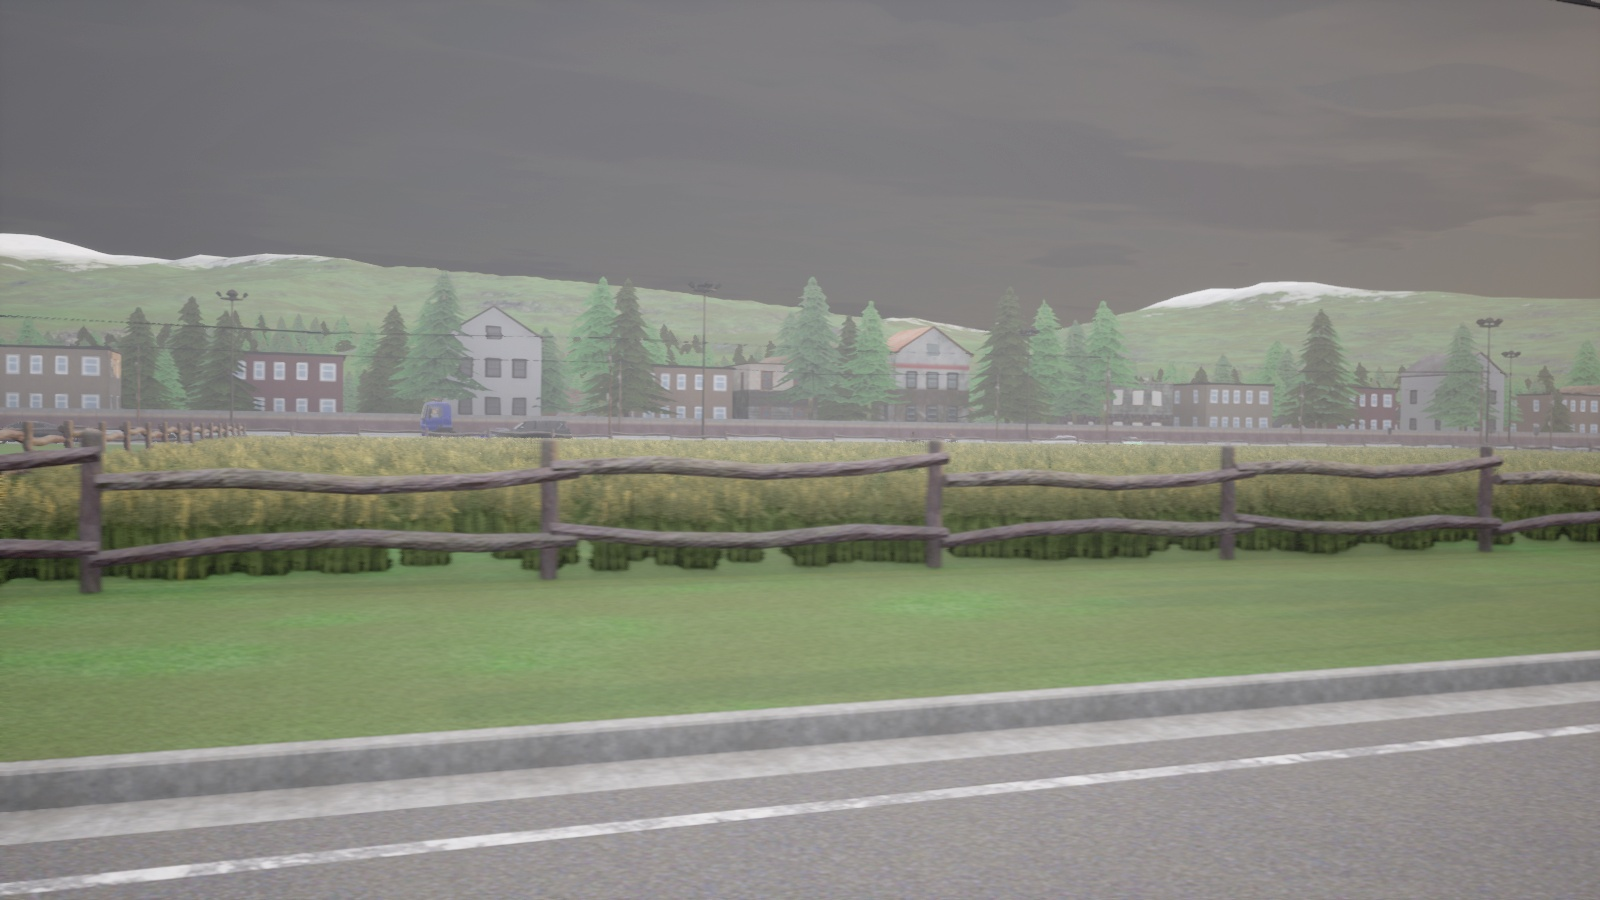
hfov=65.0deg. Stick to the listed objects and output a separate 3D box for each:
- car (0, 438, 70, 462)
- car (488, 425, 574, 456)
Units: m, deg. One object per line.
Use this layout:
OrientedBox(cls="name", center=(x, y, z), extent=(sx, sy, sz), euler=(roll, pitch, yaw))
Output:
OrientedBox(cls="car", center=(-49.673, -0.006, 80.368), extent=(4.892, 1.490, 1.837), euler=(-1, 1, -21))
OrientedBox(cls="car", center=(-18.882, -0.681, 88.158), extent=(5.566, 2.045, 2.150), euler=(-1, 1, -21))
